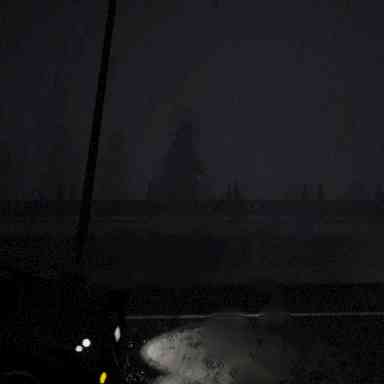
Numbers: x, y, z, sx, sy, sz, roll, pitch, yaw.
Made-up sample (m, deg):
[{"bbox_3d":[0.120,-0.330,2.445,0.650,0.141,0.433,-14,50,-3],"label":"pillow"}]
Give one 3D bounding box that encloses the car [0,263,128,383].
[{"bbox_3d":[-2.902,1.541,3.946,4.181,1.385,1.994,0,0,-3],"label":"car"}]
